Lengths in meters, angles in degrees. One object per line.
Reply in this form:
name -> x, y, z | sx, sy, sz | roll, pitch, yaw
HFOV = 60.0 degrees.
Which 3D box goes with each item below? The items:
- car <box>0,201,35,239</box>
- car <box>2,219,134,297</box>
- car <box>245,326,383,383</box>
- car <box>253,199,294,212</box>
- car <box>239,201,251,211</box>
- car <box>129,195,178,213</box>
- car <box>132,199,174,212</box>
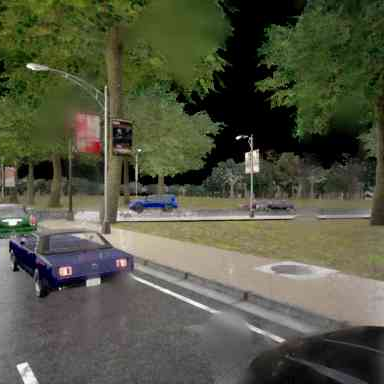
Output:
car -> -8.915, 1.351, 15.824 | 2.097, 1.767, 4.553 | 0, 0, -38
car -> -3.420, 1.601, 8.710 | 1.895, 1.301, 4.718 | 0, 0, -38
car -> 2.357, 1.478, 1.241 | 1.882, 1.535, 5.008 | 0, 0, -38
car -> 10.507, 1.709, 42.024 | 4.902, 1.511, 2.128 | 0, 0, -14
car -> 8.659, 1.735, 44.906 | 4.674, 1.442, 1.812 | 0, 0, -14
car -> -4.371, 1.345, 38.210 | 5.566, 2.045, 2.150 | 0, 0, -14
car -> -4.880, 1.621, 41.432 | 4.902, 1.511, 2.128 | 0, 0, -14
